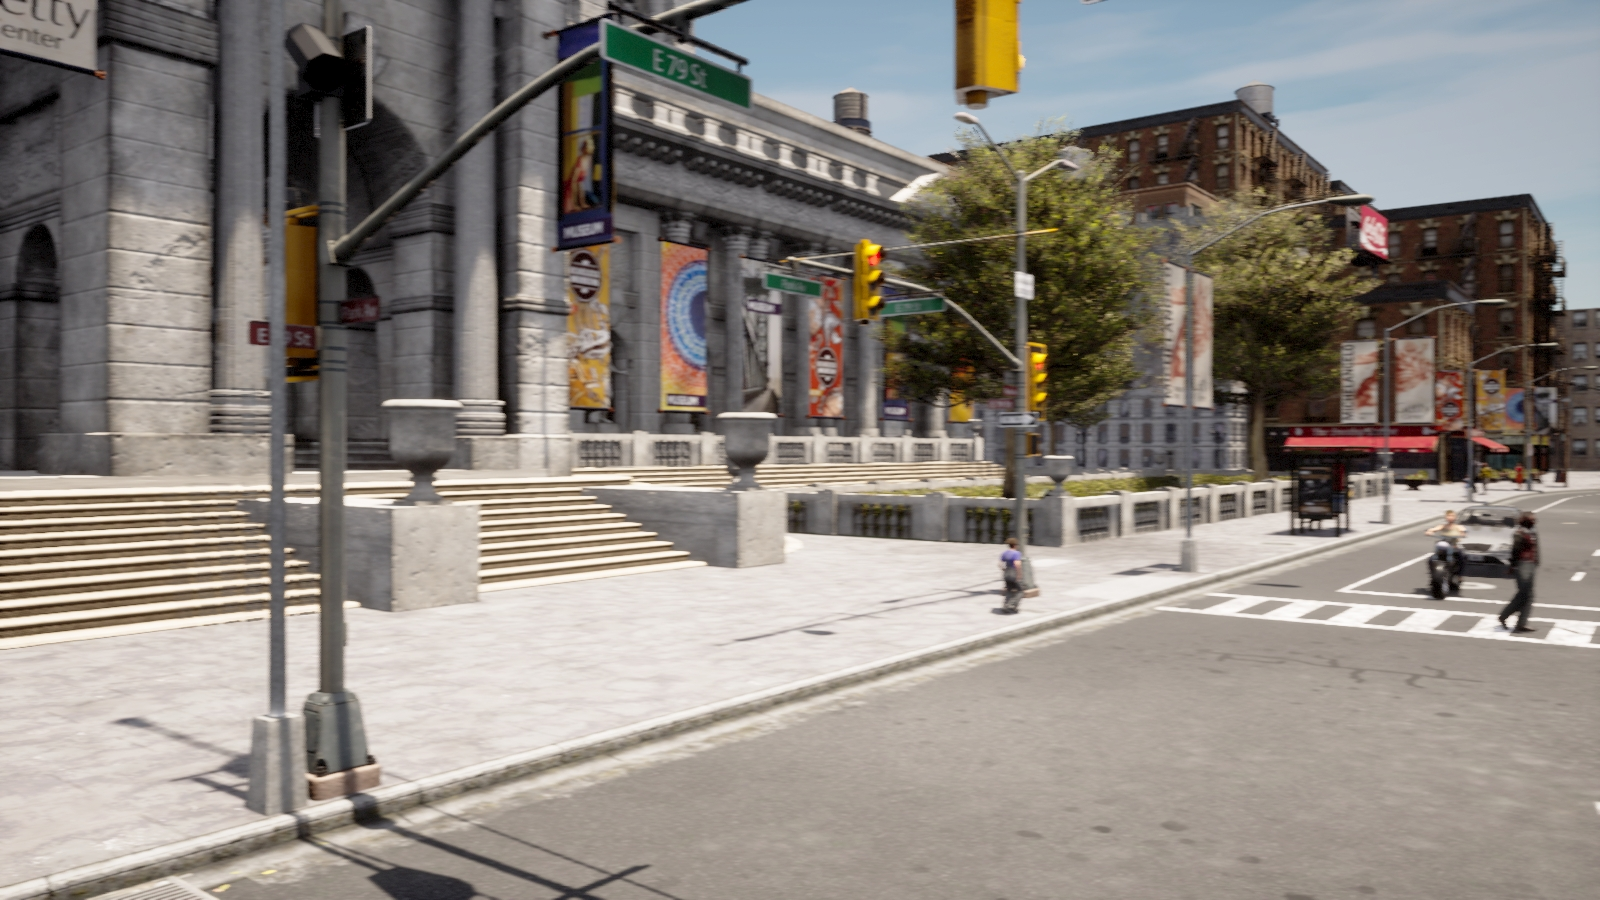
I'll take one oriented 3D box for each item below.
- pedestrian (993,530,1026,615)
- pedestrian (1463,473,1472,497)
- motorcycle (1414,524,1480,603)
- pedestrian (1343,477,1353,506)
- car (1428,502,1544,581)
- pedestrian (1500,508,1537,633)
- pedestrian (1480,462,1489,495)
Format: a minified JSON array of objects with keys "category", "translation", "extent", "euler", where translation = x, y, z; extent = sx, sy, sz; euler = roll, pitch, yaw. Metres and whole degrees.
[{"category":"pedestrian","translation":[3.354,1.954,18.280],"extent":[0.375,1.300,0.375],"euler":[0,0,41]},{"category":"pedestrian","translation":[36.458,1.923,62.433],"extent":[0.375,1.300,0.375],"euler":[0,0,39]},{"category":"motorcycle","translation":[12.467,2.150,21.989],"extent":[0.764,1.277,2.356],"euler":[0,0,38]},{"category":"pedestrian","translation":[25.495,1.926,53.148],"extent":[0.375,1.300,0.375],"euler":[0,0,32]},{"category":"car","translation":[16.007,2.043,26.552],"extent":[1.816,1.474,4.193],"euler":[0,0,38]},{"category":"pedestrian","translation":[11.006,1.834,17.500],"extent":[0.375,1.860,0.375],"euler":[0,0,-38]},{"category":"pedestrian","translation":[39.303,1.641,65.586],"extent":[0.375,1.860,0.375],"euler":[0,0,39]}]
